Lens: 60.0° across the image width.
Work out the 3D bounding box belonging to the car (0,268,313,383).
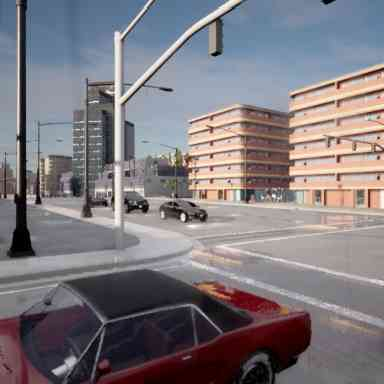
[{"bbox_3d":[-0.983,1.601,3.292,4.718,1.301,1.895,0,0,-35],"label":"car"}]

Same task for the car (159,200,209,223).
[{"bbox_3d":[-0.706,1.373,24.843,1.837,1.490,4.892,0,1,-34],"label":"car"}]

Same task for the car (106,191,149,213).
[{"bbox_3d":[-6.270,0.945,32.996,2.150,2.045,5.566,0,1,-34],"label":"car"}]

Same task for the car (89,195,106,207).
[{"bbox_3d":[-11.936,1.111,41.298,1.994,1.385,4.181,0,1,-34],"label":"car"}]
